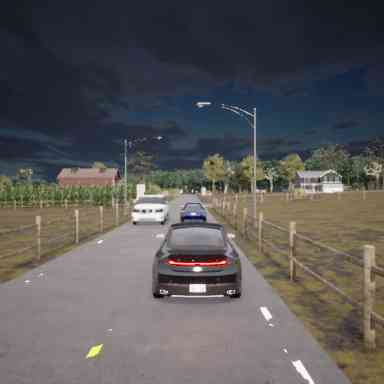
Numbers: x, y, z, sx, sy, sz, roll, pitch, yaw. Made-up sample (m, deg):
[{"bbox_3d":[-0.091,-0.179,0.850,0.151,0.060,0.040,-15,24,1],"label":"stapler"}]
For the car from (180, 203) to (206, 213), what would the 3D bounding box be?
[{"bbox_3d":[0.105,1.538,26.150,1.994,1.385,4.181,0,0,0],"label":"car"}]

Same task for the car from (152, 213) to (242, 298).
[{"bbox_3d":[0.101,1.505,8.489,1.837,1.490,4.892,0,0,0],"label":"car"}]

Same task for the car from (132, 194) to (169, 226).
[{"bbox_3d":[-2.843,1.200,23.816,2.150,2.045,5.566,0,0,0],"label":"car"}]
